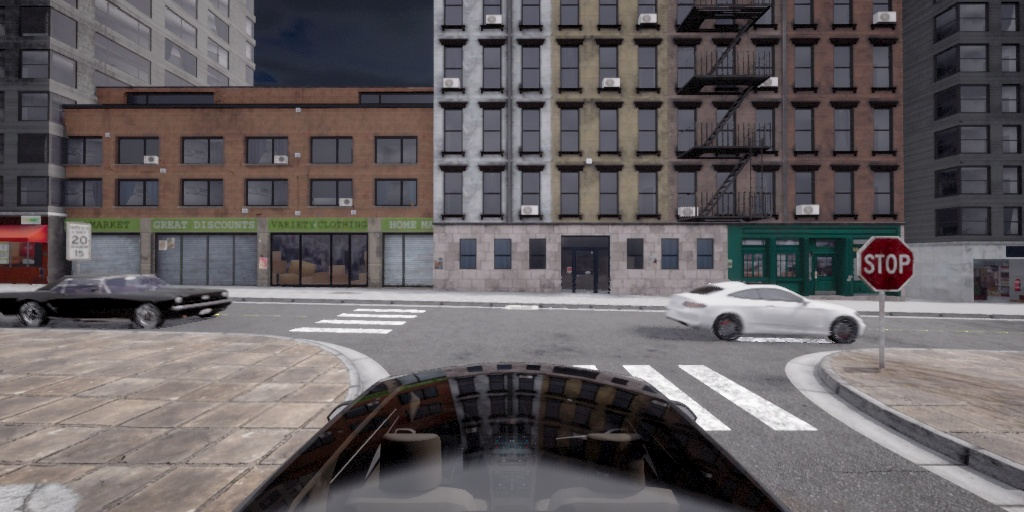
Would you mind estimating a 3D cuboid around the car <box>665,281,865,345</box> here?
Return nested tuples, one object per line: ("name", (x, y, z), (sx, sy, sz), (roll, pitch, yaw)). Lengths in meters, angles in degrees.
("car", (6.639, 1.433, 9.699), (4.674, 1.442, 1.812), (1, -1, 0))

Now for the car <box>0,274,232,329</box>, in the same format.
("car", (-10.559, 1.159, 9.780), (4.718, 1.301, 1.895), (1, 0, 0))
